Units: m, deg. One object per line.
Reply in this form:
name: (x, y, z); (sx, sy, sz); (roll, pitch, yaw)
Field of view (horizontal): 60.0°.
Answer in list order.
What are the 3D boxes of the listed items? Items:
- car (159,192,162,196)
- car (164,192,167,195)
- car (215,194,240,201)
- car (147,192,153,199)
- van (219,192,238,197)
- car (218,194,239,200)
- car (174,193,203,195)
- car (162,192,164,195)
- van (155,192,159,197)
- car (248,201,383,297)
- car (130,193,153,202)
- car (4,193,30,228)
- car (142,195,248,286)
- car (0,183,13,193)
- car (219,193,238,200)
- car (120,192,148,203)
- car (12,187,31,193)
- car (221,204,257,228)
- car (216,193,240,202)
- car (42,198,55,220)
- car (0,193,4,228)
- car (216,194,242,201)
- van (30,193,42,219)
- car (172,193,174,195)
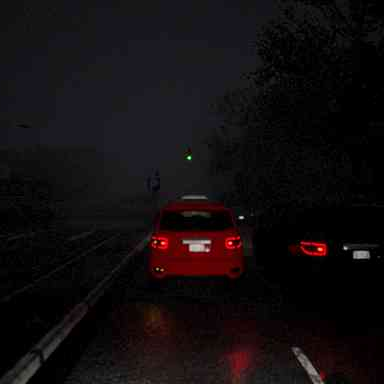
car: (-10.119, 1.323, 76.931); (4.892, 1.521, 2.231); (-1, 0, -14)
car: (-9.383, 1.360, 82.929); (4.674, 1.452, 2.002); (-1, 0, -13)
car: (8.079, 1.259, 76.410); (5.366, 1.575, 1.946); (1, 0, -13)
car: (-10.893, 1.317, 67.967); (5.366, 1.575, 1.946); (-1, 0, -15)
van: (7.190, 1.044, 67.594); (4.442, 1.987, 1.878); (1, 0, -14)
car: (8.977, 1.299, 82.337); (4.674, 1.452, 2.002); (1, 0, -12)
car: (0.155, 1.249, 22.527); (2.150, 2.045, 5.566); (0, 0, 1)
car: (-9.750, 1.361, 79.927); (4.674, 1.452, 2.002); (-1, 0, -13)
van: (-10.343, 1.094, 73.960); (4.442, 1.987, 1.878); (-1, 0, -14)
car: (3.092, 1.231, 8.752); (2.150, 2.045, 5.566); (0, 0, 0)
car: (-10.804, 1.197, 70.919); (4.553, 1.767, 2.185); (-1, 0, -14)
car: (-13.747, 1.269, 21.150); (5.566, 2.045, 2.435); (-1, 0, -20)
car: (0.092, 1.233, 9.539); (2.150, 2.045, 5.566); (0, 0, 0)
car: (-31.237, -0.424, 55.875); (2.435, 2.045, 5.566); (6, -3, -19)
car: (9.340, 1.130, 85.267); (4.553, 1.767, 2.185); (1, 0, -12)
car: (-11.534, 1.360, 64.974); (4.792, 1.488, 2.163); (-1, 0, -15)
car: (-28.242, 0.138, 55.819); (2.002, 1.452, 4.674); (6, -3, -19)
car: (3.162, 1.594, 23.127); (1.994, 1.385, 4.181); (0, 0, 1)
car: (7.569, 1.143, 70.565); (4.553, 1.767, 2.185); (1, 0, -14)
car: (-13.664, 1.405, 27.165); (4.553, 1.767, 2.185); (-1, 0, -19)
car: (-13.816, 1.264, 18.114); (5.566, 2.045, 2.435); (-1, 0, -20)
car: (8.101, 1.265, 73.559); (5.366, 1.575, 1.946); (1, 0, -13)
van: (-13.636, 1.298, 24.187); (4.442, 1.987, 1.878); (-1, 0, -20)
car: (-8.130, 1.066, 91.919); (5.566, 2.045, 2.435); (-1, 0, -12)
